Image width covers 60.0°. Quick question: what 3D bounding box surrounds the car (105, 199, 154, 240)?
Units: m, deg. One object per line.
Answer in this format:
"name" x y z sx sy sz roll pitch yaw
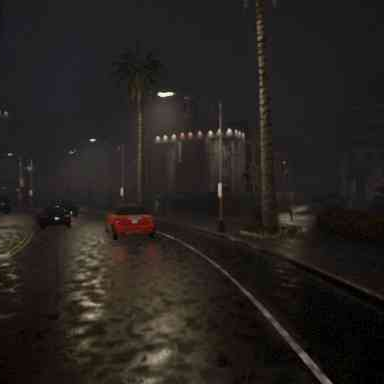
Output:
"car" -3.538 1.489 18.330 2.097 1.767 4.553 0 0 -20

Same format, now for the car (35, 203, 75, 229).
"car" -9.938 1.748 23.644 1.994 1.385 4.181 0 -1 -30

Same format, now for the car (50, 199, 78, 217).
"car" -13.228 1.765 33.693 1.837 1.490 4.892 1 -1 -43

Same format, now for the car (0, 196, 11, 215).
"car" -22.439 1.520 37.166 5.566 2.045 2.150 0 -1 35
